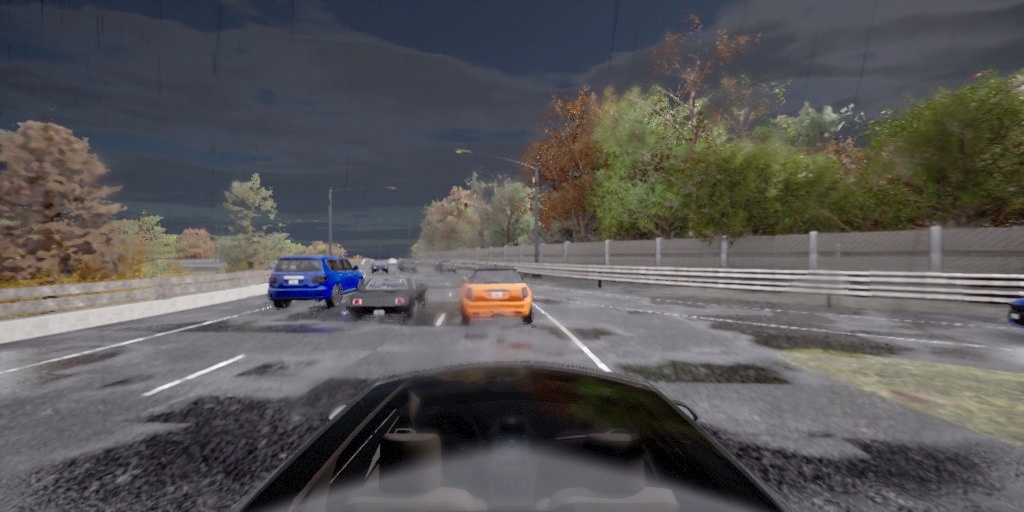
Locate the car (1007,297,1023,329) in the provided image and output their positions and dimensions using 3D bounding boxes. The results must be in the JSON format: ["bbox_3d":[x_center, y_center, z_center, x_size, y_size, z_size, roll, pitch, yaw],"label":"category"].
[{"bbox_3d":[14.240,1.178,7.290,5.008,1.535,1.882,0,0,34],"label":"car"}]

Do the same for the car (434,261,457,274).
[{"bbox_3d":[-7.877,1.331,42.135,2.033,1.411,5.357,0,0,-22],"label":"car"}]

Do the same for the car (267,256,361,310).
[{"bbox_3d":[-8.010,1.002,15.220,2.150,2.045,5.566,0,0,-8],"label":"car"}]

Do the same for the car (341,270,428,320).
[{"bbox_3d":[-4.138,1.367,12.717,1.895,1.301,4.718,0,0,-6],"label":"car"}]

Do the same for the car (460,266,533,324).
[{"bbox_3d":[-0.614,1.106,12.177,2.097,1.767,4.553,0,0,-5],"label":"car"}]

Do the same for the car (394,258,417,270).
[{"bbox_3d":[-13.663,1.297,46.706,2.128,1.511,4.902,0,0,-24],"label":"car"}]

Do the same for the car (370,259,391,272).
[{"bbox_3d":[-16.638,1.416,44.904,1.895,1.301,4.718,0,0,-24],"label":"car"}]
